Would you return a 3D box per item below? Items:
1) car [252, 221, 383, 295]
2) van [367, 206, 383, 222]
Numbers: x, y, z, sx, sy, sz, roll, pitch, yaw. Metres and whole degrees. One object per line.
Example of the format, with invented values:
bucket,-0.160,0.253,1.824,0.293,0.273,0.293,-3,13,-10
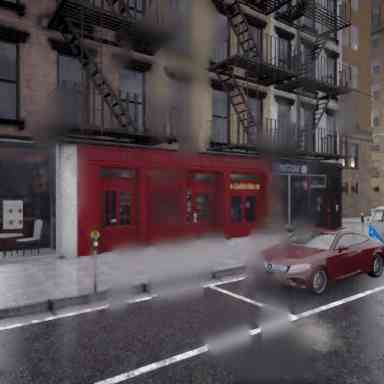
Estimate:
car,3.424,1.581,8.618,4.206,1.307,1.802,0,0,-35
van,7.832,1.340,11.747,3.998,1.788,1.690,0,0,-35
